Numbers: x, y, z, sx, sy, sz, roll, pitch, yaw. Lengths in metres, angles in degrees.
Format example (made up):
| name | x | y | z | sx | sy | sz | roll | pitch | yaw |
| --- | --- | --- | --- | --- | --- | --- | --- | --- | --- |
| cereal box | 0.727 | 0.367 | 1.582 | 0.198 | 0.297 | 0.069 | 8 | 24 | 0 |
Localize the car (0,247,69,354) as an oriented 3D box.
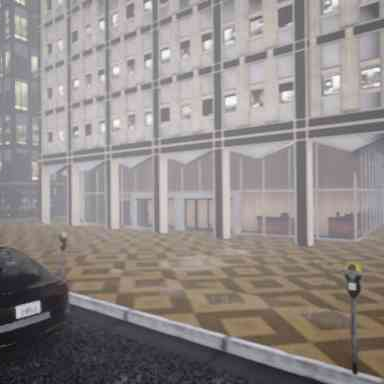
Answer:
| name | x | y | z | sx | sy | sz | roll | pitch | yaw |
| --- | --- | --- | --- | --- | --- | --- | --- | --- | --- |
| car | -3.858 | 1.610 | 5.624 | 4.313 | 1.339 | 1.947 | 0 | -1 | 35 |
